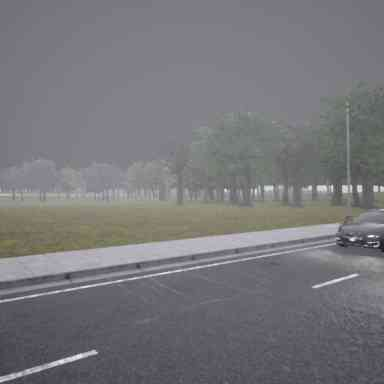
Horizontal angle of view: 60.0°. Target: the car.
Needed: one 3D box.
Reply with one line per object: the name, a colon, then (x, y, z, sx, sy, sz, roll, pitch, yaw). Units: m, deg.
car: (7.832, 1.494, 13.669, 4.892, 1.490, 1.837, 0, 0, -37)
